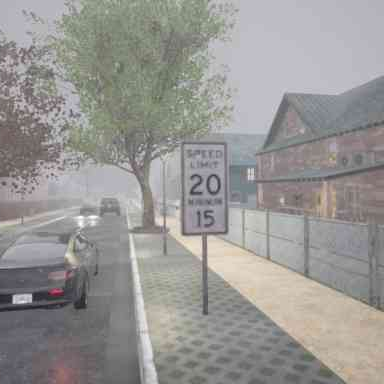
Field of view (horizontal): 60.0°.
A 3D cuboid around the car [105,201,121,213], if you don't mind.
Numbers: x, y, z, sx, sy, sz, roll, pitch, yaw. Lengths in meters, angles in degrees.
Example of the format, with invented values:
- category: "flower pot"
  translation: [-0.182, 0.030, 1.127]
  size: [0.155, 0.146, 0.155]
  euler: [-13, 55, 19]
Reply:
- category: "car"
  translation: [-11.350, 2.116, 47.932]
  size: [2.033, 1.411, 5.357]
  euler: [-1, -1, -11]

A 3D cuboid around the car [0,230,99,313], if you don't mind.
- category: "car"
  translation: [-3.243, 1.615, 7.720]
  size: [1.812, 1.442, 4.674]
  euler: [-1, -1, -11]

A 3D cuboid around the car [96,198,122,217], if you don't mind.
- category: "car"
  translation: [-9.277, 1.671, 37.890]
  size: [2.150, 2.045, 5.566]
  euler: [-1, -1, -11]

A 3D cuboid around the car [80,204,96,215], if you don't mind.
- category: "car"
  translation: [-12.889, 2.136, 41.656]
  size: [1.895, 1.301, 4.718]
  euler: [-1, -1, -11]
